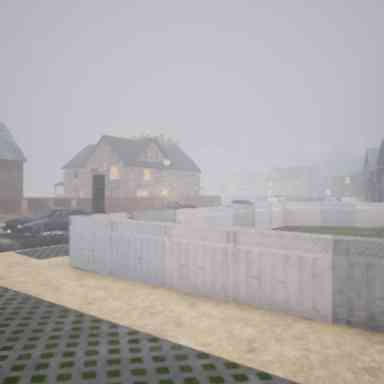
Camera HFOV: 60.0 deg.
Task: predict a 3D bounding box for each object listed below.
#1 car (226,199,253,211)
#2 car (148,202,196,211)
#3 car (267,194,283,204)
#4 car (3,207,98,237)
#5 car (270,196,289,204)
[{"bbox_3d":[5.299,1.566,36.890,1.837,1.490,4.892,1,1,30],"label":"car"},{"bbox_3d":[-1.563,1.542,27.114,2.128,1.511,4.902,1,1,37],"label":"car"},{"bbox_3d":[14.102,1.359,56.012,2.150,2.045,5.566,1,0,3],"label":"car"},{"bbox_3d":[-7.661,1.604,19.018,2.033,1.411,5.357,1,1,37],"label":"car"},{"bbox_3d":[12.286,1.692,45.730,2.033,1.411,5.357,1,0,16],"label":"car"}]
